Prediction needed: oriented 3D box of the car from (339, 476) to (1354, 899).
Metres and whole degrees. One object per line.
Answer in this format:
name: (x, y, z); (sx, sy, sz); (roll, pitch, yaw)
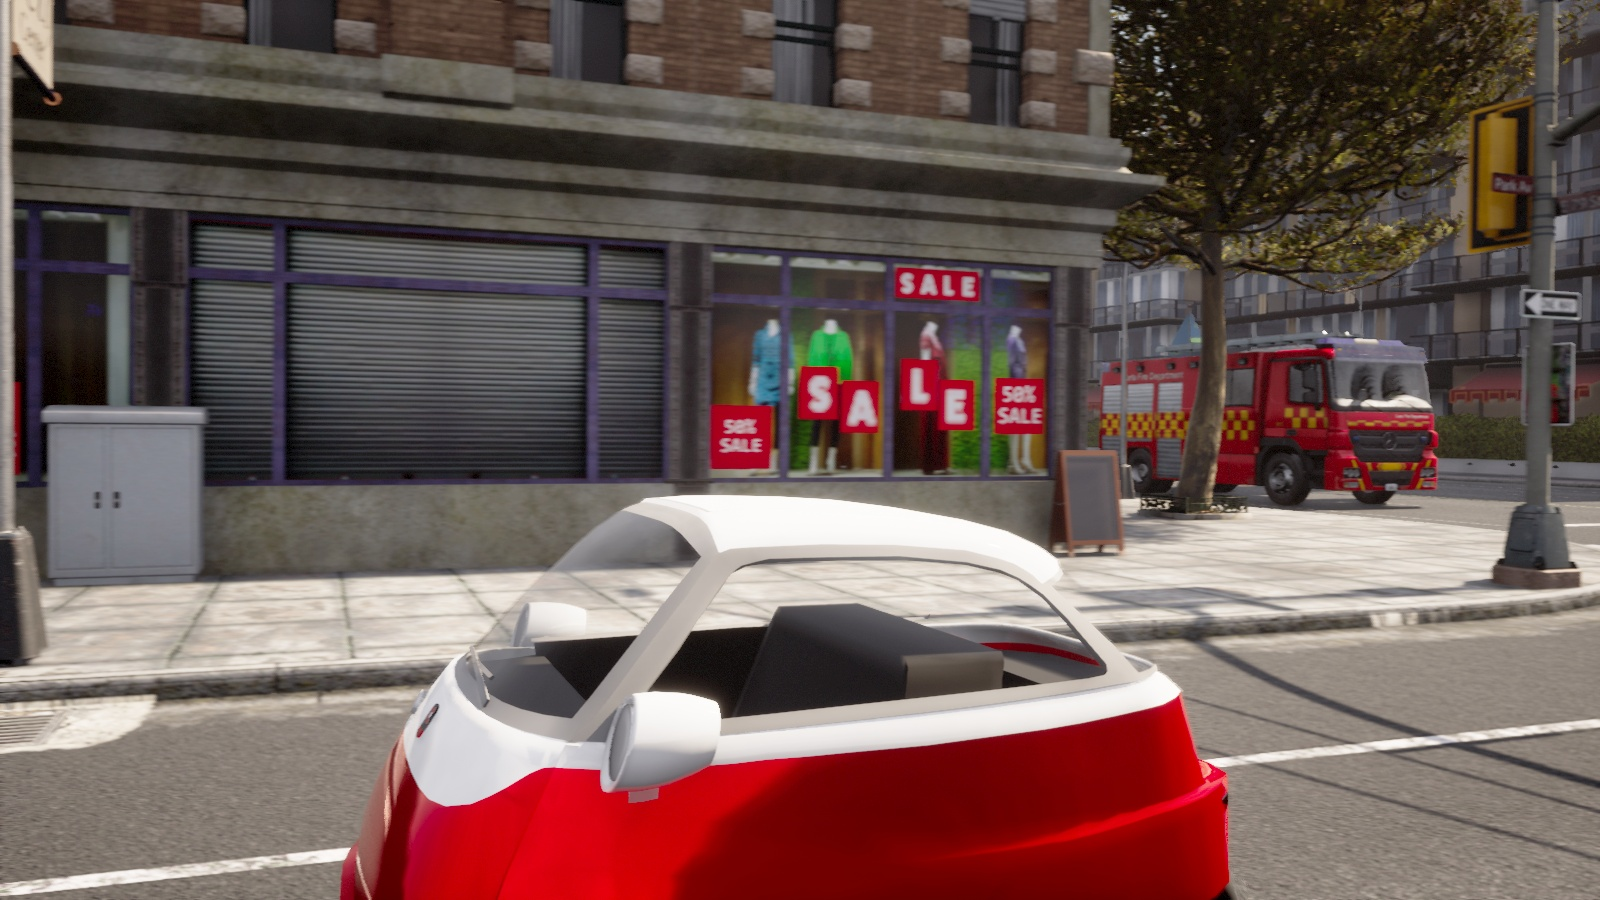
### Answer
car: (0.002, 0.798, 3.241); (2.207, 1.376, 1.481); (-1, 1, -21)

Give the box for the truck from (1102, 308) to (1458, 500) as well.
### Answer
truck: (10.851, -0.991, 29.630); (2.891, 3.827, 8.468); (-1, 1, -21)
